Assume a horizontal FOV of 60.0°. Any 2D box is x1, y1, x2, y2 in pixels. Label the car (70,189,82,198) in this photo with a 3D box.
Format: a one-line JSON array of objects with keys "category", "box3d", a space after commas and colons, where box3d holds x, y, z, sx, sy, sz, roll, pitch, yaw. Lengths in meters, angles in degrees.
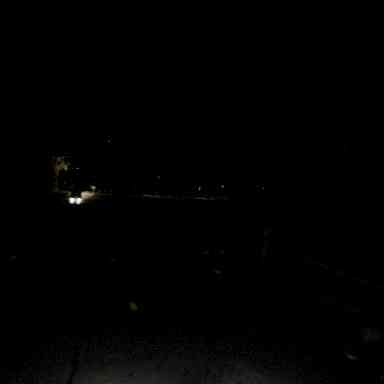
[{"category": "car", "box3d": [-19.512, 0.227, 56.216, 2.128, 1.511, 4.902, 4, 0, -19]}]
